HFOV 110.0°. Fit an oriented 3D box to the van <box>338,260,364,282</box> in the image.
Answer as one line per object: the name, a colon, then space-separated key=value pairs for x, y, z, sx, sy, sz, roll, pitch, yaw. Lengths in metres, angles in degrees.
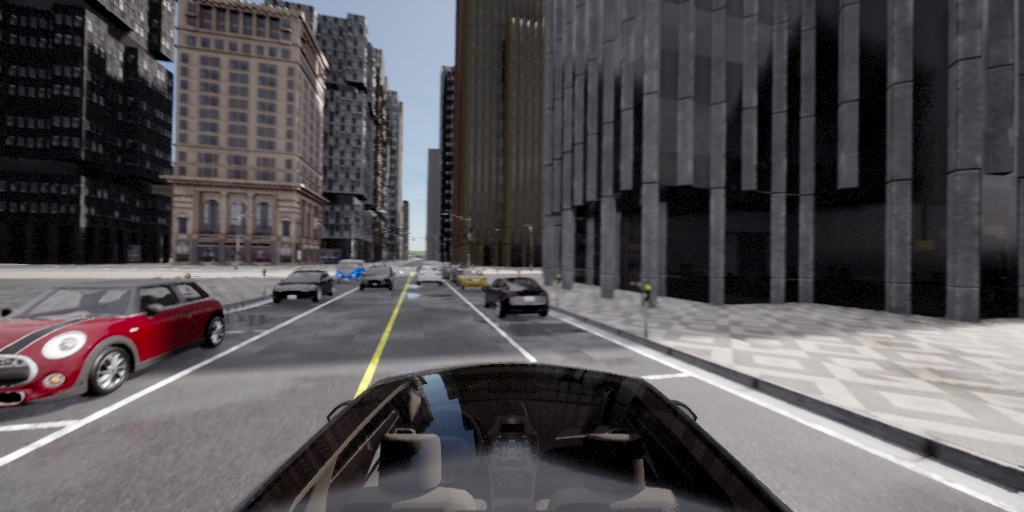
van: x=-12.462 y=1.185 z=27.821 sx=1.690 sy=1.789 sz=3.998 roll=0 pitch=0 yaw=-15

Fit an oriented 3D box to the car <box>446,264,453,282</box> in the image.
car: x=-4.212 y=1.534 z=29.961 sx=2.007 sy=1.370 sz=4.403 roll=0 pitch=0 yaw=-15

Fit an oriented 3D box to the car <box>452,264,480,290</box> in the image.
car: x=-2.838 y=1.474 z=24.666 sx=1.751 sy=1.417 sz=4.829 roll=0 pitch=0 yaw=-15

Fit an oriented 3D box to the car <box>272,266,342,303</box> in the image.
car: x=-9.629 y=1.339 z=16.901 sx=1.948 sy=1.339 sz=4.313 roll=0 pitch=0 yaw=-15

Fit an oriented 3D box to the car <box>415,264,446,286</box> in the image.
car: x=-6.372 y=1.455 z=27.653 sx=1.812 sy=1.442 sz=4.674 roll=1 pitch=-1 yaw=-14

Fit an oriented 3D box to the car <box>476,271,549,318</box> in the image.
car: x=0.038 y=1.442 z=13.582 sx=1.948 sy=1.339 sz=4.313 roll=0 pitch=0 yaw=-15

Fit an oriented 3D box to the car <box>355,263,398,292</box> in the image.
car: x=-8.305 y=1.354 z=22.490 sx=1.837 sy=1.490 sz=4.892 roll=1 pitch=-1 yaw=-14

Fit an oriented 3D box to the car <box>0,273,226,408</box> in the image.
car: x=-6.795 y=1.139 z=5.980 sx=1.967 sy=1.591 sz=4.097 roll=0 pitch=0 yaw=-15
